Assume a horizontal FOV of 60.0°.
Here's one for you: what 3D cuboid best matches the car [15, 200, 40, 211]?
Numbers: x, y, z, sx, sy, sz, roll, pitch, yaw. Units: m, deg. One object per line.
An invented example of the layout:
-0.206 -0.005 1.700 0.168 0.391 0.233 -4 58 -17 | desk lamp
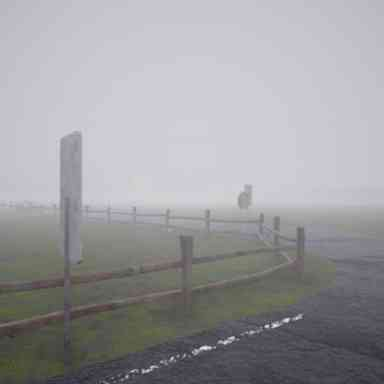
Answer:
-23.432 1.881 47.385 2.097 1.767 4.553 0 -1 -44 | car
